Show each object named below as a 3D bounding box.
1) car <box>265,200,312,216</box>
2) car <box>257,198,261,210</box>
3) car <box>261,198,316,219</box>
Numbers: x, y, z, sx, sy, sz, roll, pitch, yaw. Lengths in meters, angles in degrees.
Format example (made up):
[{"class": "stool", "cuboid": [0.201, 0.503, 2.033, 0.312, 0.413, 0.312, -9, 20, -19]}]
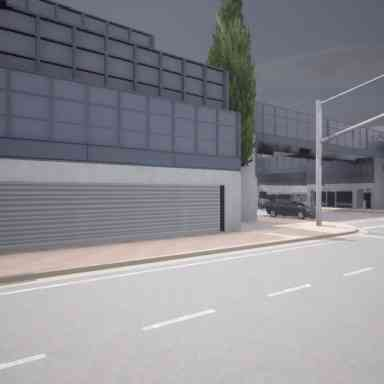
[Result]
[{"class": "car", "cuboid": [9.673, 1.564, 33.468, 1.994, 1.385, 4.181, 0, 0, -37]}, {"class": "car", "cuboid": [7.997, 1.505, 41.904, 1.837, 1.490, 4.892, 0, 0, -37]}, {"class": "car", "cuboid": [8.705, 1.505, 28.915, 1.837, 1.490, 4.892, 0, 0, -37]}]
